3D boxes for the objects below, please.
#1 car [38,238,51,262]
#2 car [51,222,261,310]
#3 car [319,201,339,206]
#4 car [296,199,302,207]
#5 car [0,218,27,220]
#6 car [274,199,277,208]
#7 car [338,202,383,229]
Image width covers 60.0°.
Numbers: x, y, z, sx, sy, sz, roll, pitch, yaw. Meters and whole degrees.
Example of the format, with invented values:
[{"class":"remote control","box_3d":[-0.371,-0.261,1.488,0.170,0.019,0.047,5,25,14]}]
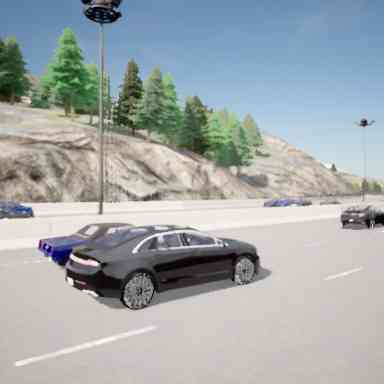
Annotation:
[{"class":"car","box_3d":[-2.305,1.646,10.869,4.718,1.301,1.895,0,0,-37]},{"class":"car","box_3d":[-0.432,1.527,7.926,4.902,1.511,2.128,0,0,-37]},{"class":"car","box_3d":[18.966,1.750,45.637,2.128,1.511,4.902,0,0,41]},{"class":"car","box_3d":[15.584,1.751,47.072,2.128,1.511,4.902,0,-1,41]},{"class":"car","box_3d":[-11.182,1.545,17.612,4.902,1.511,2.128,0,0,-36]},{"class":"car","box_3d":[13.995,1.842,55.989,2.033,1.411,5.357,0,0,40]},{"class":"car","box_3d":[11.942,1.628,22.876,4.902,1.511,2.128,0,0,-43]}]
